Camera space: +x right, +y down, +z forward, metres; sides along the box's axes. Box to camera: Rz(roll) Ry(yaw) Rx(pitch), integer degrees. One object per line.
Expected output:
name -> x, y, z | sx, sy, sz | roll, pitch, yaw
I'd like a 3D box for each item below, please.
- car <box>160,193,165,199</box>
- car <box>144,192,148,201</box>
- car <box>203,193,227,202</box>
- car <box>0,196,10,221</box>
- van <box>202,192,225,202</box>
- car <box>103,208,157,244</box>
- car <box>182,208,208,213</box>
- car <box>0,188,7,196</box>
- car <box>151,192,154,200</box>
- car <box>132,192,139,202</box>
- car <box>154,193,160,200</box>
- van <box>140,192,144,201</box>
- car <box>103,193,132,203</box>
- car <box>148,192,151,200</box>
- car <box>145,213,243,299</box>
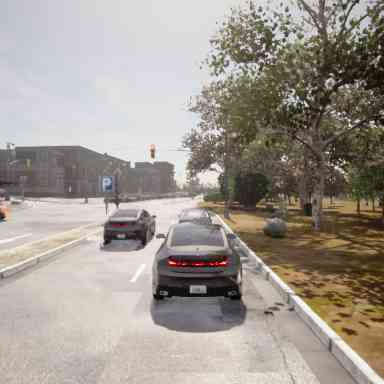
car -> -10.986, 1.065, 90.258 | 5.566, 2.045, 2.435 | -1, 0, -12
car -> -12.999, 1.322, 75.273 | 4.892, 1.521, 2.231 | -1, 0, -14
car -> 4.680, 1.142, 68.879 | 4.553, 1.767, 2.185 | 1, 0, -14
car -> -16.622, 1.404, 25.512 | 4.553, 1.767, 2.185 | -1, 0, -19
van -> 4.295, 1.043, 65.910 | 4.442, 1.987, 1.878 | 1, 0, -14
car -> -2.856, 1.528, 15.910 | 1.837, 1.490, 4.892 | 0, 0, 0
car -> 0.160, 1.572, 18.136 | 2.033, 1.411, 5.357 | 0, 0, 1
car -> -31.155, 0.138, 54.190 | 2.002, 1.452, 4.674 | 6, -3, -19
car -> -12.253, 1.360, 81.270 | 4.674, 1.452, 2.002 | -1, 0, -13
car -> -13.787, 1.316, 66.310 | 5.366, 1.575, 1.946 | -1, 0, -15
car -> -11.437, 1.358, 87.252 | 4.674, 1.452, 2.002 | -1, 0, -12
van -> -13.227, 1.094, 72.302 | 4.442, 1.987, 1.878 | -1, 0, -14
car -> -14.433, 1.359, 63.318 | 4.792, 1.488, 2.163 | -1, 0, -15
car -> -12.625, 1.360, 78.268 | 4.674, 1.452, 2.002 | -1, 0, -13
car -> 0.110, 1.514, 8.434 | 1.837, 1.490, 4.892 | 0, 0, 0
